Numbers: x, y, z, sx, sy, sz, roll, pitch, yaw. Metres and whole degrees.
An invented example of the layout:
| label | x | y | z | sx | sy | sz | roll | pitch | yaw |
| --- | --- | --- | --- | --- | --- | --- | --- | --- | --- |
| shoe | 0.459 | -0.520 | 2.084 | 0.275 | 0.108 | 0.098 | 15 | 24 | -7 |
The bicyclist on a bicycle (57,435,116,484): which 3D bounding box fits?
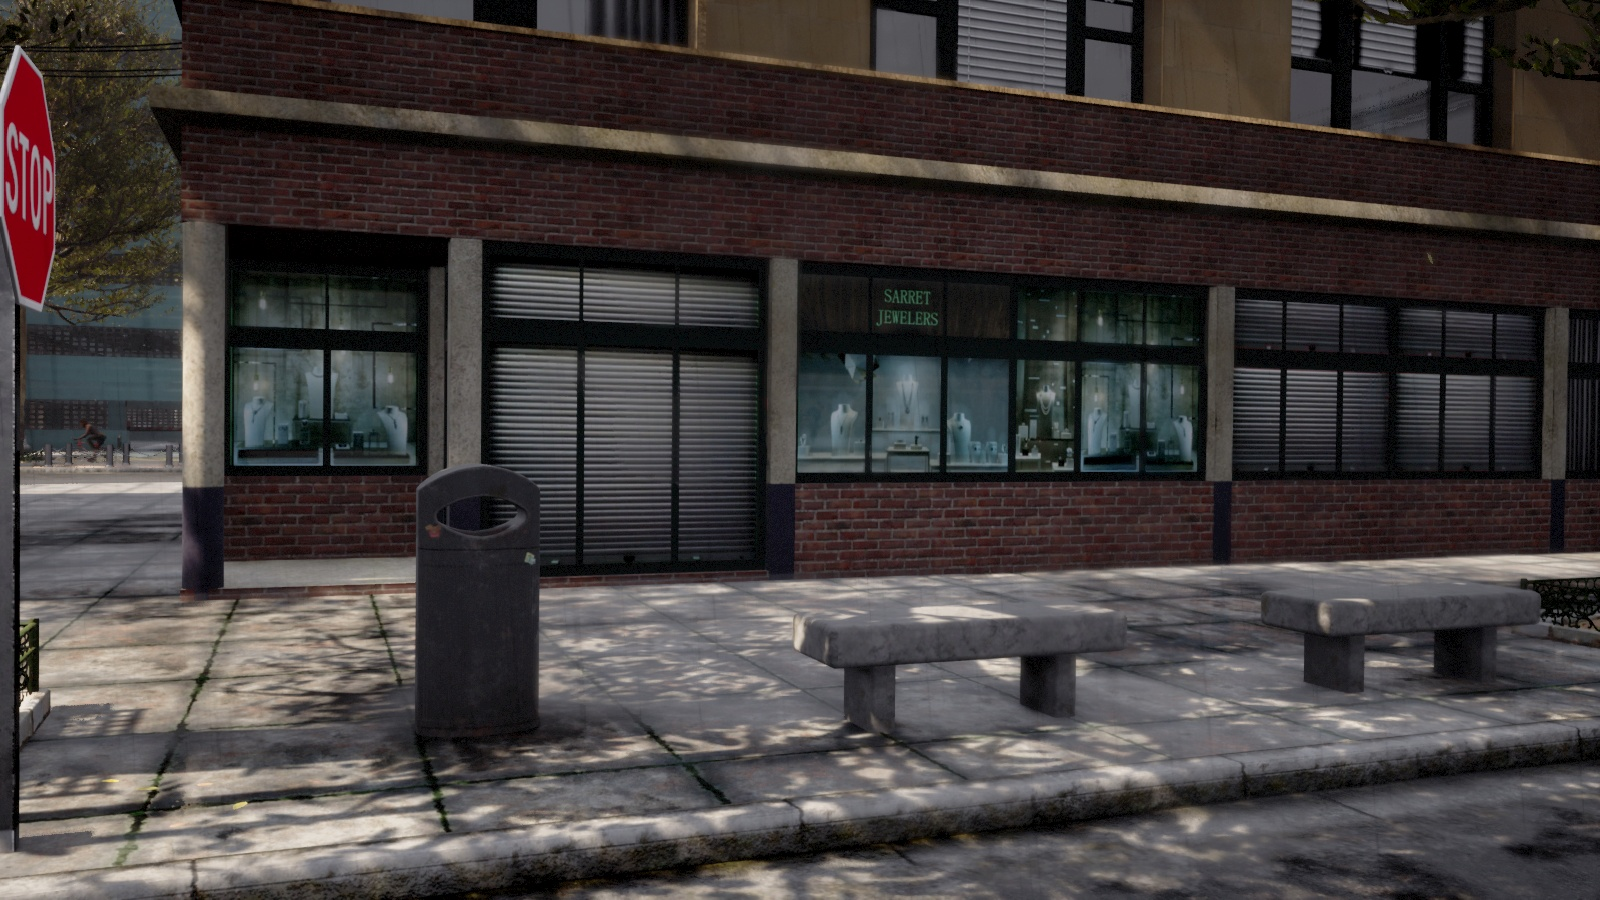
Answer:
| label | x | y | z | sx | sy | sz | roll | pitch | yaw |
| --- | --- | --- | --- | --- | --- | --- | --- | --- | --- |
| bicyclist on a bicycle | -24.476 | 0.314 | 43.107 | 1.656 | 1.620 | 0.582 | -1 | 1 | -21 |
